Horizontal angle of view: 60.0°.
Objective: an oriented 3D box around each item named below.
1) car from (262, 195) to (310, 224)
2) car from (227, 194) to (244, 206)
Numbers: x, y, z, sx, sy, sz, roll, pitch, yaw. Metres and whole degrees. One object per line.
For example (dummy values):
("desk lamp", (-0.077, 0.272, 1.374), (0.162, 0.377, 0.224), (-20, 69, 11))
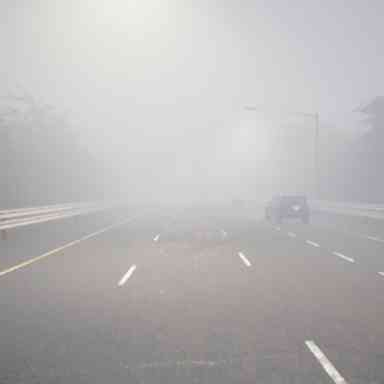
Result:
("car", (7.041, 1.222, 25.009), (2.150, 2.045, 5.566), (0, 0, 0))
("car", (7.128, 1.492, 53.027), (1.882, 1.535, 5.008), (0, 0, 0))
